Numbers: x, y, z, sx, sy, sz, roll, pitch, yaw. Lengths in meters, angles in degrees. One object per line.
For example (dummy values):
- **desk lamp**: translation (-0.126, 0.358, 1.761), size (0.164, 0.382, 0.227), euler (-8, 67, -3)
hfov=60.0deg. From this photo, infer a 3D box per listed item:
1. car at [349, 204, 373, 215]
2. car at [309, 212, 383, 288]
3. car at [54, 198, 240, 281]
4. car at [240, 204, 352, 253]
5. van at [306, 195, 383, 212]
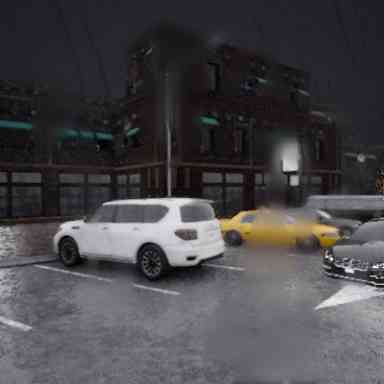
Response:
- **car**: translation (5.521, 1.448, 15.401), size (4.674, 1.452, 2.002), euler (-1, -1, 33)
- **car**: translation (5.376, 1.445, 8.693), size (4.892, 1.490, 1.837), euler (-1, 0, -37)
- **car**: translation (-1.727, 1.223, 10.004), size (5.566, 2.045, 2.435), euler (-1, 0, 33)
- **car**: translation (3.272, 1.423, 13.496), size (5.366, 1.575, 1.946), euler (-1, -1, 33)
- **van**: translation (7.826, 1.162, 17.253), size (4.442, 1.987, 1.878), euler (-1, 0, 33)
